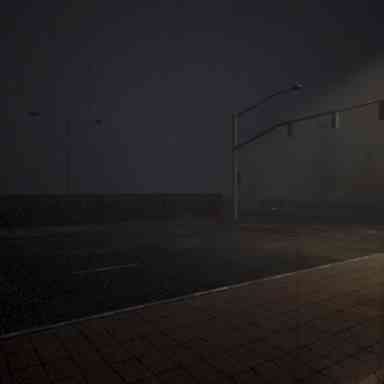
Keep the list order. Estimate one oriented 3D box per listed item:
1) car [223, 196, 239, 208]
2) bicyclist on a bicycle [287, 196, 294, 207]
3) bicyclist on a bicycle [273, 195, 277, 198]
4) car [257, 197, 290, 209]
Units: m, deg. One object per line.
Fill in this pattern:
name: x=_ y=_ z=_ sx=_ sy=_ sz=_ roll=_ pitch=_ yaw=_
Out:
car: x=4.673 y=1.339 z=47.608 sx=2.097 sy=1.767 sz=4.553 roll=0 pitch=0 yaw=-34
bicyclist on a bicycle: x=14.462 y=1.437 z=49.161 sx=1.656 sy=1.620 sz=0.582 roll=0 pitch=0 yaw=-22
bicyclist on a bicycle: x=13.498 y=1.283 z=54.076 sx=0.582 sy=1.620 sz=1.656 roll=0 pitch=0 yaw=22
car: x=10.875 y=1.477 z=44.688 sx=2.128 sy=1.511 sz=4.902 roll=0 pitch=0 yaw=-34
